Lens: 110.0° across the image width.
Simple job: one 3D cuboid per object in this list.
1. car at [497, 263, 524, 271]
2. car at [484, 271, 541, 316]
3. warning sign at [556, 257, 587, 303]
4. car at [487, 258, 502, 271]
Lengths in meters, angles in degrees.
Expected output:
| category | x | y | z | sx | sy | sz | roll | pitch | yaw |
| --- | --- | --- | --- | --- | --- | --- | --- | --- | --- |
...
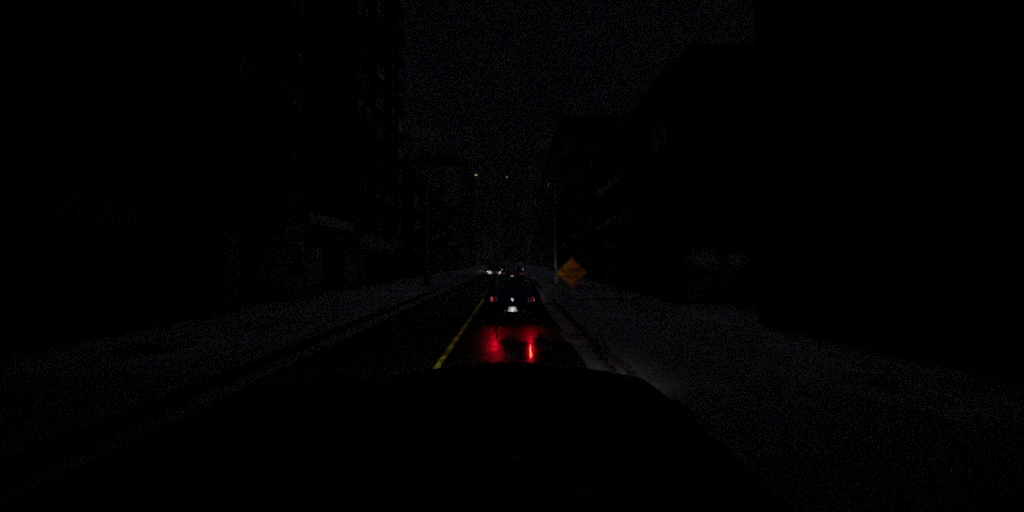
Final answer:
| category | x | y | z | sx | sy | sz | roll | pitch | yaw |
| --- | --- | --- | --- | --- | --- | --- | --- | --- | --- |
| car | 0.038 | 1.507 | 29.472 | 1.994 | 1.385 | 4.181 | 0 | 0 | 1 |
| car | 0.035 | 1.434 | 13.720 | 1.895 | 1.301 | 4.718 | 0 | 0 | 0 |
| warning sign | 2.514 | 0.957 | 15.020 | 1.300 | 1.860 | 1.060 | 0 | 0 | 0 |
| car | -2.816 | 1.390 | 59.451 | 2.150 | 2.045 | 5.566 | 0 | 0 | 1 |
